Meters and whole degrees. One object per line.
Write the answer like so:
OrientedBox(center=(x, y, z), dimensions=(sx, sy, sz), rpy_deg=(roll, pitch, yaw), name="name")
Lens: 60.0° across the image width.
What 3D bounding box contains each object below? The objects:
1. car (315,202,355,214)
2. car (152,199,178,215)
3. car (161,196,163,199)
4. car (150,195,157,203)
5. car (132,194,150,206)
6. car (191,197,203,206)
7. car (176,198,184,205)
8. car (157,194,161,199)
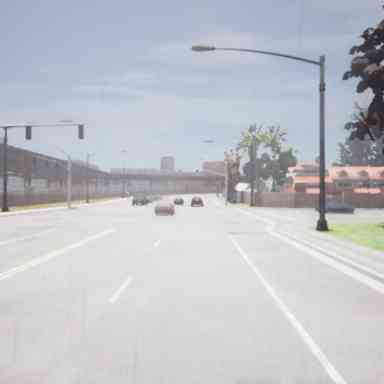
OrientedBox(center=(16.627, 1.829, 38.767), dimensions=(4.181, 1.385, 1.994), rpy_deg=(0, 0, -1), name="car")
OrientedBox(center=(-2.927, 1.801, 36.583), dimensions=(1.895, 1.301, 4.718), rpy_deg=(0, 0, 1), name="car")
OrientedBox(center=(-9.289, 1.424, 92.341), dimensions=(1.812, 1.442, 4.674), rpy_deg=(0, 1, 1), name="car")
OrientedBox(center=(-9.554, 1.690, 72.290), dimensions=(2.033, 1.411, 5.357), rpy_deg=(0, 0, 1), name="car")
OrientedBox(center=(-9.742, 1.430, 62.171), dimensions=(2.150, 2.045, 5.566), rpy_deg=(0, 0, 1), name="car")
OrientedBox(center=(0.888, 1.594, 60.141), dimensions=(2.097, 1.767, 4.553), rpy_deg=(0, 0, 1), name="car")
OrientedBox(center=(-2.556, 1.771, 64.490), dimensions=(1.994, 1.385, 4.181), rpy_deg=(0, 0, 1), name="car")
OrientedBox(center=(-9.426, 1.600, 82.008), dimensions=(1.994, 1.385, 4.181), rpy_deg=(0, 1, 1), name="car")
